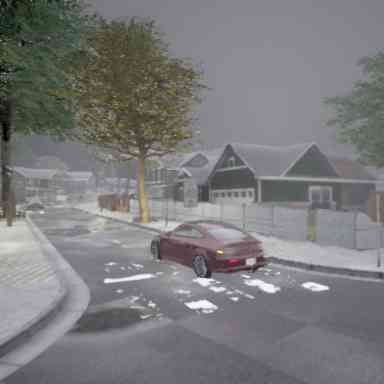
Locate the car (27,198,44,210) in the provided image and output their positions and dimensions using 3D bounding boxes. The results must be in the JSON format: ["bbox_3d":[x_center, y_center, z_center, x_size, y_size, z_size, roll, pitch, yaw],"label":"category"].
[{"bbox_3d":[-20.808,1.602,44.272,1.812,1.442,4.674,0,0,-26],"label":"car"}]

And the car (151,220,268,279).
[{"bbox_3d":[0.329,1.601,10.346,1.812,1.442,4.674,-2,1,-30],"label":"car"}]
